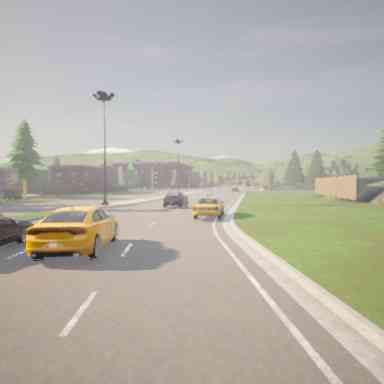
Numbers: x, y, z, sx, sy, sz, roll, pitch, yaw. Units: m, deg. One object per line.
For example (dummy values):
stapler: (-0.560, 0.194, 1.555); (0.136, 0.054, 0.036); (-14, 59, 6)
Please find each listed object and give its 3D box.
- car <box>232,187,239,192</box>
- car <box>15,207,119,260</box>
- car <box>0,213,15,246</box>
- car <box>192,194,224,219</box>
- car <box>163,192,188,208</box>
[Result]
car: (11.931, -0.718, 91.469); (2.033, 1.411, 5.357); (0, 1, 10)
car: (-3.881, 1.252, 11.573); (1.882, 1.535, 5.008); (-1, 1, -2)
car: (-7.380, 1.354, 11.338); (2.033, 1.411, 5.357); (-1, 1, -2)
car: (1.204, 0.945, 22.771); (1.801, 1.575, 5.366); (0, 1, 9)
car: (-1.594, 0.761, 33.826); (2.128, 1.511, 4.902); (0, 1, 9)
